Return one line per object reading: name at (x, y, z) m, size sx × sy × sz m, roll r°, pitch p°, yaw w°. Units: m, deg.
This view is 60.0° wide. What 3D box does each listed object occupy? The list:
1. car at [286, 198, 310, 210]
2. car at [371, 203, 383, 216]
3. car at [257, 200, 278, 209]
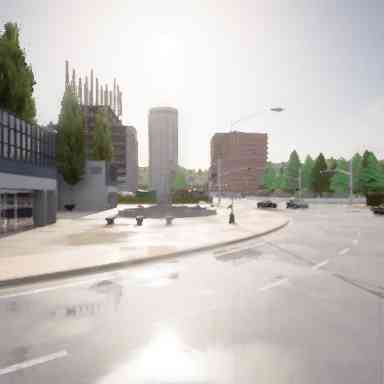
car at (14.628, 1.674, 46.312) m, size 1.837 × 1.490 × 4.892 m, roll 0°, pitch -1°, yaw -4°
car at (18.399, 1.665, 30.899) m, size 1.895 × 1.301 × 4.718 m, roll 0°, pitch 0°, yaw 8°
car at (10.962, 1.802, 48.496) m, size 1.895 × 1.301 × 4.718 m, roll 0°, pitch 0°, yaw -4°
